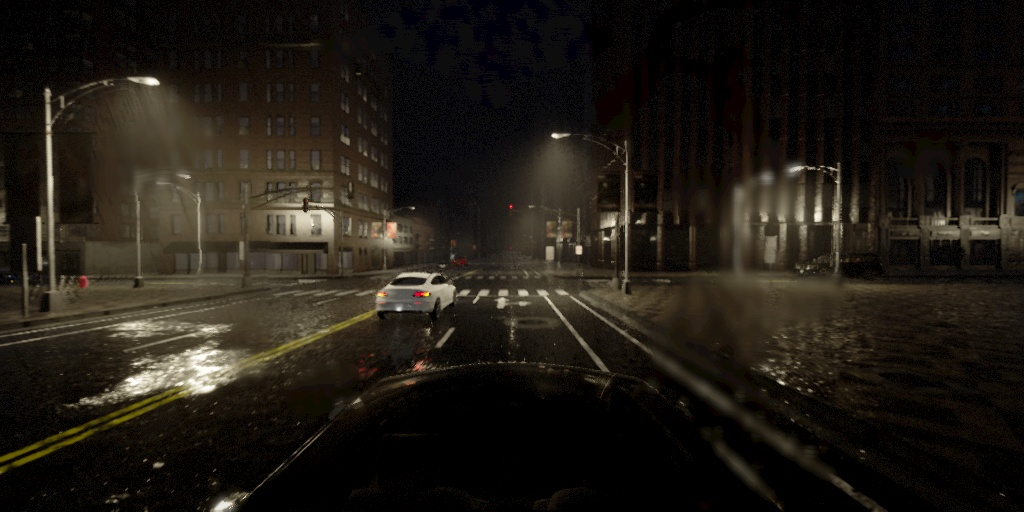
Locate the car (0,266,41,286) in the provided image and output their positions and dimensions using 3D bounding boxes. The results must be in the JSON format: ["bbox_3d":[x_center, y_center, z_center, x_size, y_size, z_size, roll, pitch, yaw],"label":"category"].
[{"bbox_3d":[-36.492,1.436,25.479,4.181,1.385,1.994,0,1,0],"label":"car"}]

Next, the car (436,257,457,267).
[{"bbox_3d":[-9.796,1.258,52.990,1.812,1.442,4.674,0,0,0],"label":"car"}]

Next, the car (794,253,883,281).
[{"bbox_3d":[24.924,0.813,27.425,5.566,2.045,2.150,0,1,0],"label":"car"}]

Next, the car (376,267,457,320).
[{"bbox_3d":[-3.155,1.266,12.511,1.812,1.442,4.674,0,0,2],"label":"car"}]
